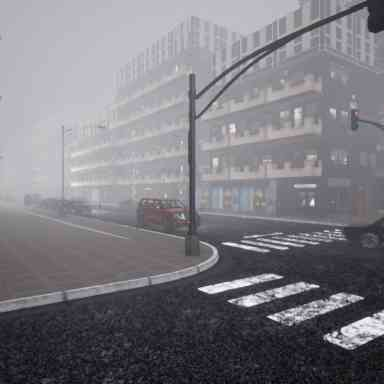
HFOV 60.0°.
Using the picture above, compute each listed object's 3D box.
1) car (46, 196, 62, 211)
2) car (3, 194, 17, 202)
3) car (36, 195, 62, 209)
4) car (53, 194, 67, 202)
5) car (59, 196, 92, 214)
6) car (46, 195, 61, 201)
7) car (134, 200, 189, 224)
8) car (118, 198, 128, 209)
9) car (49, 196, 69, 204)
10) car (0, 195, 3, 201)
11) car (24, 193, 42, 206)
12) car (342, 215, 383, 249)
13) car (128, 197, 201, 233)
[{"bbox_3d":[-14.850,1.451,38.025,1.947,1.339,4.313,0,0,-36],"label":"car"},{"bbox_3d":[-38.099,1.412,70.146,1.802,1.307,4.206,0,0,-36],"label":"car"},{"bbox_3d":[-18.171,1.436,42.615,1.947,1.339,4.313,0,0,-36],"label":"car"},{"bbox_3d":[-27.989,1.269,70.471,1.967,1.590,4.097,0,0,-36],"label":"car"},{"bbox_3d":[-11.528,1.444,33.436,1.887,1.381,4.507,0,0,-36],"label":"car"},{"bbox_3d":[-31.309,1.379,75.058,2.008,1.369,4.403,0,0,-36],"label":"car"},{"bbox_3d":[-2.426,1.410,25.273,1.882,1.535,5.008,0,0,-36],"label":"car"},{"bbox_3d":[-8.061,1.465,42.940,1.802,1.307,4.206,0,0,-36],"label":"car"},{"bbox_3d":[-24.512,1.383,61.263,2.033,1.411,5.357,0,0,-37],"label":"car"},{"bbox_3d":[-41.421,1.269,74.733,1.967,1.590,4.097,0,0,-36],"label":"car"},{"bbox_3d":[-24.813,1.162,51.791,2.192,1.841,5.009,0,0,-36],"label":"car"},{"bbox_3d":[8.619,1.604,13.161,4.718,1.301,1.895,0,0,31],"label":"car"},{"bbox_3d":[-1.563,1.264,19.670,2.192,1.841,5.009,0,0,-36],"label":"car"}]
